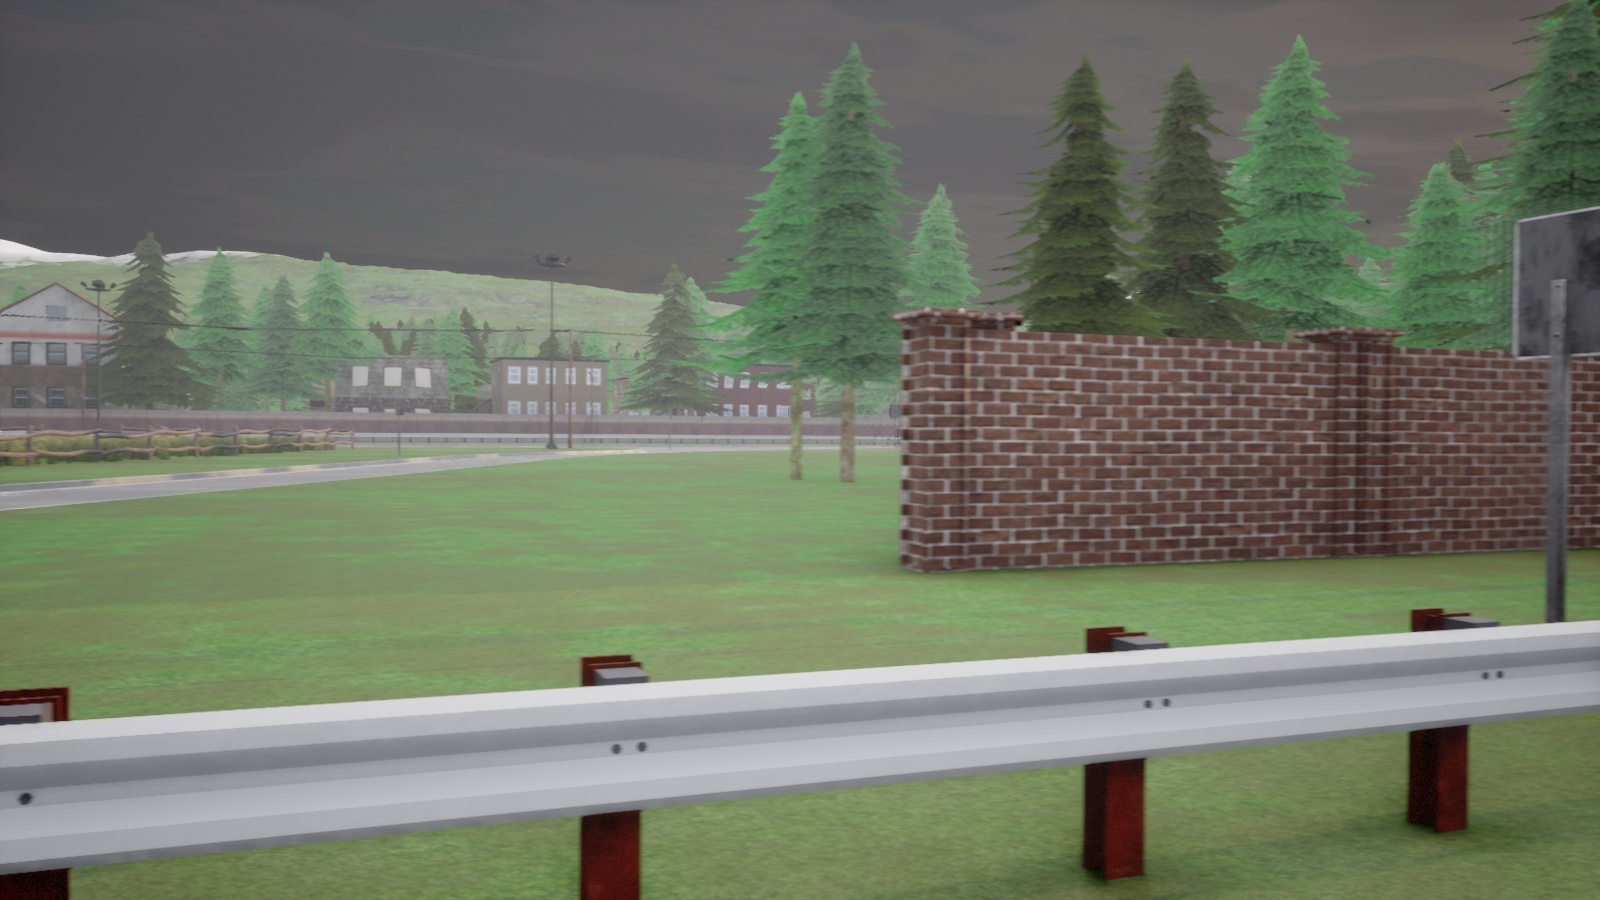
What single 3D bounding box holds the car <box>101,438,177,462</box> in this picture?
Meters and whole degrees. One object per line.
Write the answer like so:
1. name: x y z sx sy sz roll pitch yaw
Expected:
1. car: -43.289 -0.032 82.363 4.193 1.474 1.816 -1 1 -21
